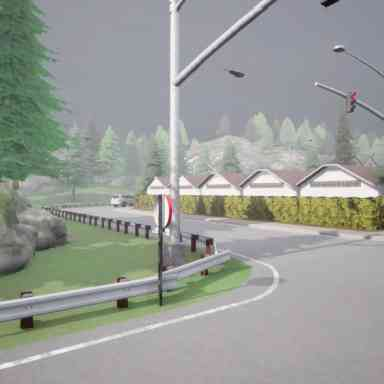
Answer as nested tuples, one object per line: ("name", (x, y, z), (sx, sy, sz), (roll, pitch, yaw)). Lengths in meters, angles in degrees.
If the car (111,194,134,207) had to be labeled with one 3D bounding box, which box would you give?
("car", (-10.518, 1.398, 53.859), (2.150, 2.045, 5.566), (0, 0, 36))
